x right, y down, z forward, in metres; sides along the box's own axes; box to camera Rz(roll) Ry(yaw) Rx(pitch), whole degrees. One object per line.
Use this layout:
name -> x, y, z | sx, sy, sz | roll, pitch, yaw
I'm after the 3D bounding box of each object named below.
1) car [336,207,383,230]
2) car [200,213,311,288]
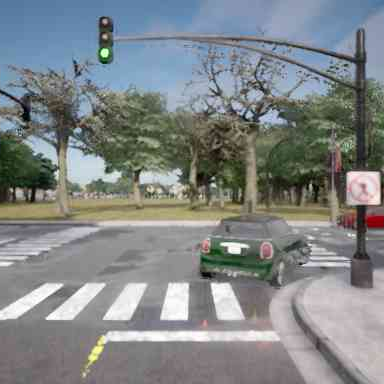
car -> 12.322, 1.731, 22.349 | 5.008, 1.535, 1.882 | 0, -1, 0
car -> 2.060, 1.469, 9.995 | 2.097, 1.767, 4.553 | 0, -1, 29
